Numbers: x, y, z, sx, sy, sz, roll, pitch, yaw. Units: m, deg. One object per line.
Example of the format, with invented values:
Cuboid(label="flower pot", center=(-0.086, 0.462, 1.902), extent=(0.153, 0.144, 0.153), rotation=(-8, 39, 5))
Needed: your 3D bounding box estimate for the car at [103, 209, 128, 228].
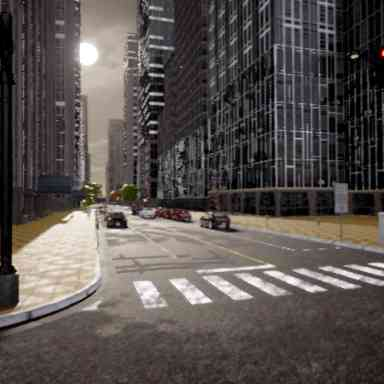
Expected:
Cuboid(label="car", center=(-7.178, 2.586, 31.701), extent=(1.947, 1.339, 4.313), rotation=(-1, -2, -16))

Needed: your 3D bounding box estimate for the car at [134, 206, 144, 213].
Cuboid(label="car", center=(-12.268, 4.022, 77.288), extent=(1.802, 1.307, 4.206), rotation=(-1, -2, -16))

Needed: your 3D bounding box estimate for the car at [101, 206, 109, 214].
Cuboid(label="car", center=(-10.286, 2.899, 42.381), extent=(1.752, 1.417, 4.829), rotation=(-1, -2, -16))

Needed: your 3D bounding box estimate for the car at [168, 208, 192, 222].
Cuboid(label="car", center=(-1.228, 2.756, 39.340), extent=(1.802, 1.307, 4.206), rotation=(-1, -2, -16))

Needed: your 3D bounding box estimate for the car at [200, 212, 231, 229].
Cuboid(label="car", center=(1.925, 2.367, 28.499), extent=(2.008, 1.369, 4.403), rotation=(-1, -2, -16))

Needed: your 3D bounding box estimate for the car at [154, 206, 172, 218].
Cuboid(label="car", center=(-4.386, 2.974, 50.186), extent=(1.967, 1.590, 4.097), rotation=(-1, -2, -16))

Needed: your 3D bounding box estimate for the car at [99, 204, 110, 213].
Cuboid(label="car", center=(-19.801, 3.781, 75.074), extent=(2.192, 1.841, 5.009), rotation=(-1, -2, -16))

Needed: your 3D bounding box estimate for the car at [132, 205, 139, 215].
Cuboid(label="car", center=(-9.347, 3.408, 58.557), extent=(1.994, 1.385, 4.181), rotation=(0, -2, -16))

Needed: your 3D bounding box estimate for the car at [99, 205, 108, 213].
Cuboid(label="car", center=(-18.218, 3.834, 69.647), extent=(2.008, 1.369, 4.403), rotation=(-1, -2, -16))

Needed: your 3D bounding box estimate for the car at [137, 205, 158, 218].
Cuboid(label="car", center=(-6.573, 3.052, 49.037), extent=(1.812, 1.442, 4.674), rotation=(0, -2, -16))

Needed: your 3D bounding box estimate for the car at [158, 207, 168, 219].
Cuboid(label="car", center=(-2.806, 2.899, 44.762), extent=(1.887, 1.381, 4.507), rotation=(-1, -2, -16))

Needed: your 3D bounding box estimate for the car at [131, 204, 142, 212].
Cuboid(label="car", center=(-13.852, 3.938, 82.716), extent=(2.192, 1.841, 5.009), rotation=(-1, -2, -16))

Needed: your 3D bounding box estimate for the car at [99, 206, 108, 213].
Cuboid(label="car", center=(-21.372, 4.199, 80.489), extent=(2.008, 1.369, 4.403), rotation=(-1, -2, -16))
